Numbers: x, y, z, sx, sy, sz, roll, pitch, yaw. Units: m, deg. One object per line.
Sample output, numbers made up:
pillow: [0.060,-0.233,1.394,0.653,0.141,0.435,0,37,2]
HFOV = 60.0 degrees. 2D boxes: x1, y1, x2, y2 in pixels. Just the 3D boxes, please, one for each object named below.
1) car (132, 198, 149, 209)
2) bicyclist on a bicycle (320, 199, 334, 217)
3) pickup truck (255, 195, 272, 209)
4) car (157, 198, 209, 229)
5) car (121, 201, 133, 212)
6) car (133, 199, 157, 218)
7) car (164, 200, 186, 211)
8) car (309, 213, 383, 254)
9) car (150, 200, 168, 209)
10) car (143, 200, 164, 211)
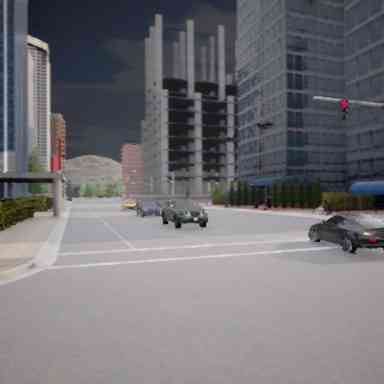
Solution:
car: [-9.349,2.044,60.011,2.097,1.767,4.553,0,-1,-19]
bicyclist on a bicycle: [12.495,1.517,30.789,1.656,1.620,0.582,-1,-1,-19]
pickup truck: [11.153,1.500,51.847,2.390,2.098,6.274,-1,-1,11]
car: [-0.663,1.482,24.555,2.150,2.045,5.566,0,-1,-19]
car: [-9.256,2.057,49.092,1.882,1.535,5.008,0,-1,-19]
car: [-4.598,1.758,35.728,2.097,1.767,4.553,0,-1,-19]
car: [-2.648,2.044,51.685,2.128,1.511,4.902,0,-1,-19]
car: [6.628,1.618,13.915,1.812,1.442,4.674,0,-1,-5]
car: [-6.057,2.224,61.201,2.033,1.411,5.357,0,-1,-19]
car: [-5.851,2.055,50.241,2.128,1.511,4.902,0,-1,-19]
